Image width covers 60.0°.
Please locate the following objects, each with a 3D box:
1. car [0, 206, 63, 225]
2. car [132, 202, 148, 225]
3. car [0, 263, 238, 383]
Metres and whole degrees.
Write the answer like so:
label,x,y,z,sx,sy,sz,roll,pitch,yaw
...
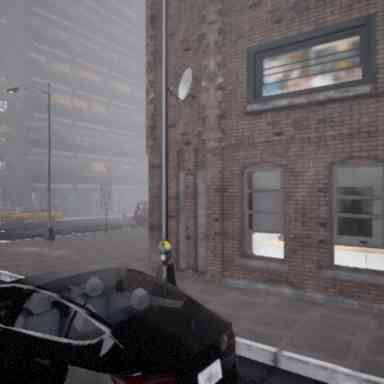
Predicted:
label,x,y,z,sx,sy,sz,roll,pitch,yaw
car,-12.790,1.818,26.676,1.752,1.417,4.829,-1,-2,35
car,-2.572,1.701,26.724,2.192,1.841,5.009,-1,-2,35
car,-1.541,1.564,3.974,4.313,1.339,1.947,0,0,35
